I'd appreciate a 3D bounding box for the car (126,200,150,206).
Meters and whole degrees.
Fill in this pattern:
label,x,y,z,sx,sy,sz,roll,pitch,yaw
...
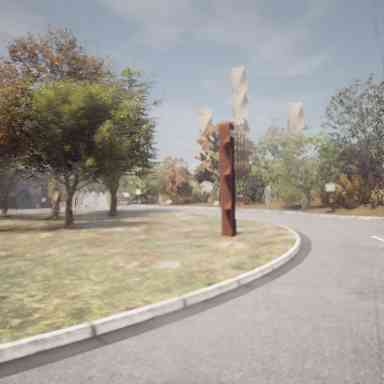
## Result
label,x,y,z,sx,sy,sz,roll,pitch,yaw
car,-12.467,2.745,78.600,4.892,1.521,2.231,-2,-3,-16

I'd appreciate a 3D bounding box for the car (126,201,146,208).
label,x,y,z,sx,sy,sz,roll,pitch,yaw
car,-14.634,3.259,86.554,4.792,1.488,2.163,-2,-3,-16

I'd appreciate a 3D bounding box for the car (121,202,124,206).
label,x,y,z,sx,sy,sz,roll,pitch,yaw
car,-15.578,3.389,89.153,5.366,1.575,1.946,-2,-3,-16
